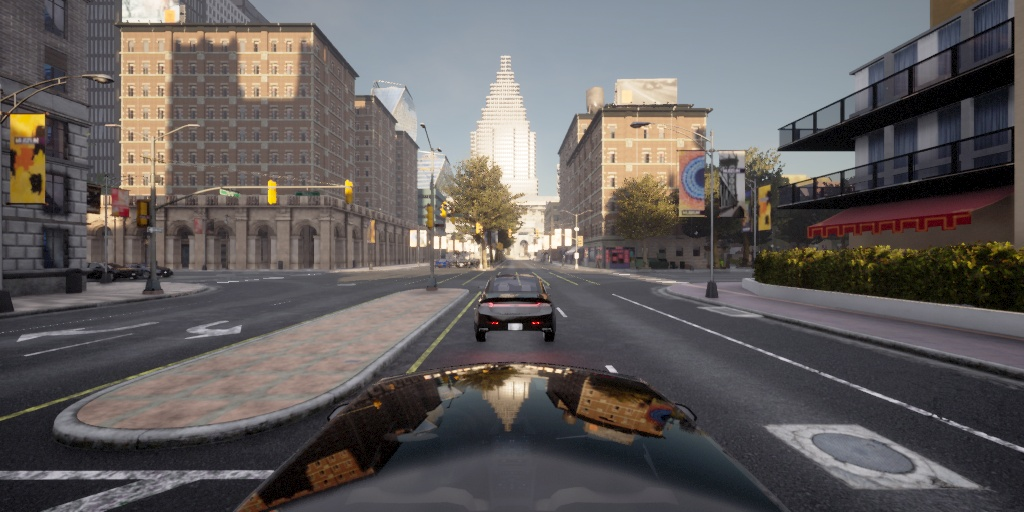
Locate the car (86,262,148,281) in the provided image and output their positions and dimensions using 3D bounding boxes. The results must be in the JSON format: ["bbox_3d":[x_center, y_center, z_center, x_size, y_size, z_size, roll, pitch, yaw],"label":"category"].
[{"bbox_3d":[-33.346,1.228,29.219,5.008,1.535,1.882,0,0,0],"label":"car"}]

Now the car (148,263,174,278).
[{"bbox_3d":[-33.633,1.314,32.712,4.181,1.385,1.994,0,0,-1],"label":"car"}]

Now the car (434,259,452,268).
[{"bbox_3d":[-11.550,1.227,60.028,1.882,1.535,5.008,0,0,0],"label":"car"}]

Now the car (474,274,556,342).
[{"bbox_3d":[0.080,1.242,9.796,2.128,1.511,4.902,0,0,0],"label":"car"}]

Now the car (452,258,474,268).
[{"bbox_3d":[-8.053,1.241,59.613,2.128,1.511,4.902,0,0,0],"label":"car"}]
